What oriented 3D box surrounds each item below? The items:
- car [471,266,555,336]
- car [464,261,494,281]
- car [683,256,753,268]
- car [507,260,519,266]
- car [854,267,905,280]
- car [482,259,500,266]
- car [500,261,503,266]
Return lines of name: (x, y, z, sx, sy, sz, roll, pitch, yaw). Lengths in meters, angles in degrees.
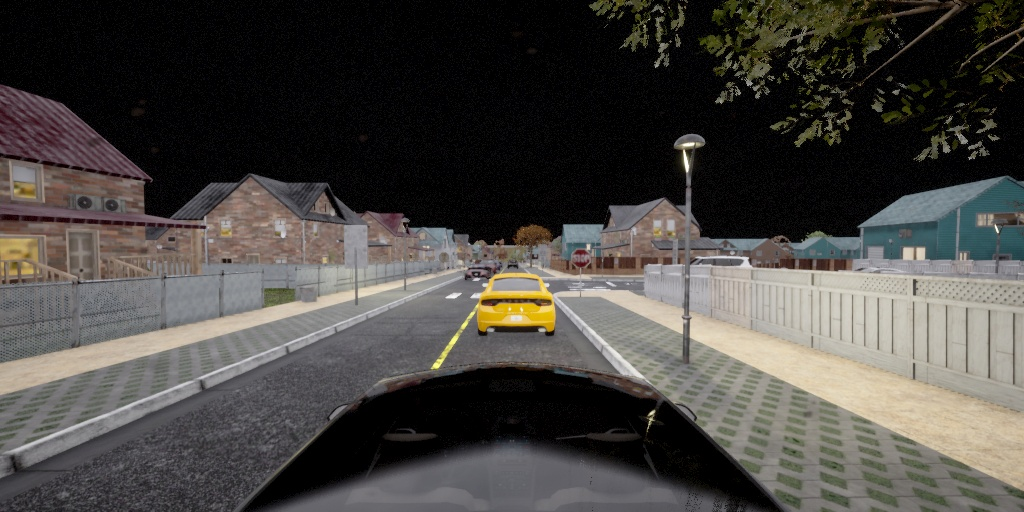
car: (0.117, 1.227, 10.433, 1.882, 1.535, 5.008, 0, 0, 0)
car: (-2.850, 1.325, 30.370, 1.994, 1.385, 4.181, -1, -1, 0)
car: (13.406, 1.015, 24.661, 5.566, 2.045, 2.150, 1, 2, 8)
car: (0.137, 1.469, 64.200, 1.837, 1.490, 4.892, 0, -2, 0)
car: (23.049, 1.424, 22.902, 4.674, 1.442, 1.812, 1, 2, 13)
car: (-2.820, 1.176, 41.242, 2.097, 1.767, 4.553, 0, 0, 0)
car: (-2.797, 1.248, 54.179, 2.097, 1.767, 4.553, 0, 0, 0)
